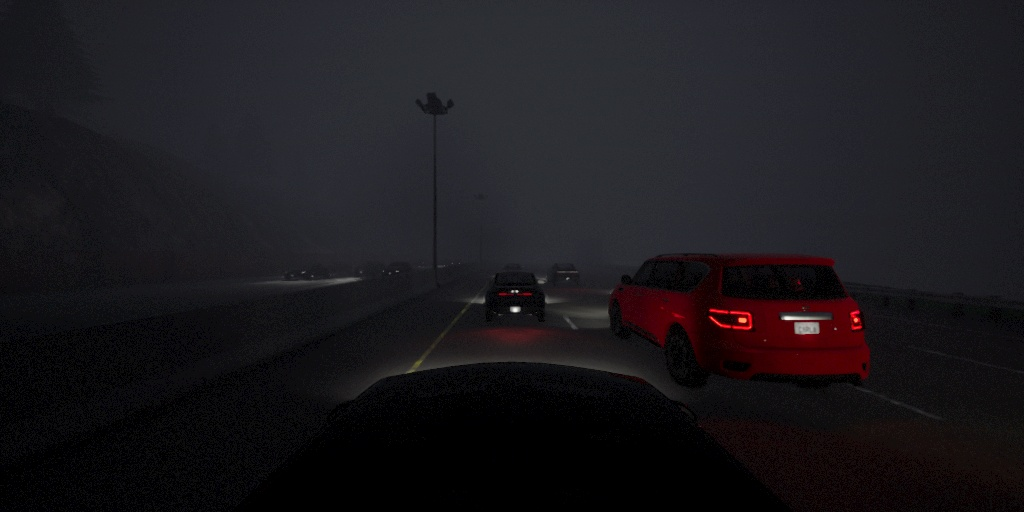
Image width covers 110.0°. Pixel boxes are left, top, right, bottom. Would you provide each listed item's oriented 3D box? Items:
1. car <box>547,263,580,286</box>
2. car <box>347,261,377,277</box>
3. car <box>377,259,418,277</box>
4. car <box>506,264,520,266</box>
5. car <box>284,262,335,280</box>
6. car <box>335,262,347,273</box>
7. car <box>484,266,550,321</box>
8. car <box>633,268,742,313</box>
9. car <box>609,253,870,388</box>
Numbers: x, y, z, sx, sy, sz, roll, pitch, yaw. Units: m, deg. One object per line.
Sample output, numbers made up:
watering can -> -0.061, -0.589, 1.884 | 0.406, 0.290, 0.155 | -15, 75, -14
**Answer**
car -> 3.587, 1.252, 25.520 | 2.128, 1.511, 4.902 | 0, 0, 0
car -> -14.111, 1.260, 35.962 | 2.128, 1.511, 4.902 | 0, 0, 0
car -> -10.613, 1.271, 33.595 | 1.837, 1.490, 4.892 | 0, 0, 0
car -> 0.084, 1.327, 30.735 | 1.994, 1.385, 4.181 | 0, 0, 0
car -> -17.612, 1.291, 31.058 | 1.812, 1.442, 4.674 | 0, 0, 0
car -> -21.109, 1.372, 43.157 | 1.895, 1.301, 4.718 | 0, 0, 0
car -> 0.093, 1.260, 12.539 | 1.837, 1.490, 4.892 | 0, 0, 0
car -> 7.093, 1.303, 15.314 | 2.033, 1.411, 5.357 | 0, 0, 0
car -> 3.595, 0.973, 7.055 | 2.150, 2.045, 5.566 | 0, 0, 0
